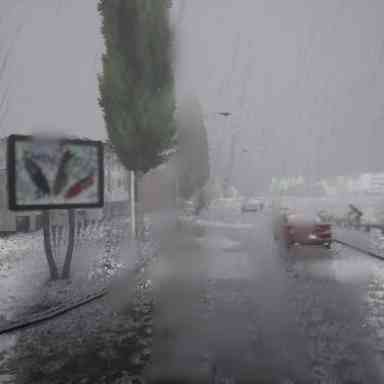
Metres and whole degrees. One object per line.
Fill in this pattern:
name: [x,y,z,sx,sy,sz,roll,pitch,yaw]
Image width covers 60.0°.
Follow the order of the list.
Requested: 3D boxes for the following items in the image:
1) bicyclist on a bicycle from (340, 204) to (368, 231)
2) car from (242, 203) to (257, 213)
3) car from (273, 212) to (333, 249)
bicyclist on a bicycle: [9.637,1.524,19.797,1.656,1.620,0.582,-2,-1,6]
car: [8.393,2.308,49.054,1.994,1.385,4.181,-1,-1,6]
car: [5.025,1.673,15.675,1.882,1.535,5.008,-1,-1,6]
